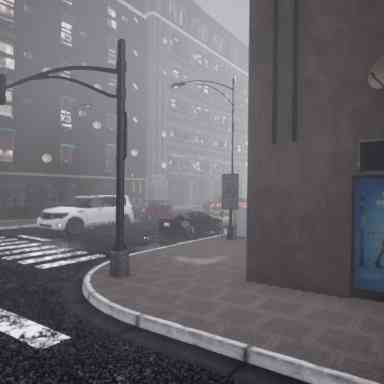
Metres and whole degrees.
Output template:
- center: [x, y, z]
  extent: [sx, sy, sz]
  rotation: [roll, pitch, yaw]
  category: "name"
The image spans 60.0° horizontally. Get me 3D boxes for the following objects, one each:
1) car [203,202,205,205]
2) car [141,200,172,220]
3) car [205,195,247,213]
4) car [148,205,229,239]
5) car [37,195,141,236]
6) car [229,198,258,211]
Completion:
- center: [3.155, 1.221, 35.946]
  extent: [2.192, 1.841, 5.009]
  rotation: [1, 1, 35]
  category: "car"
- center: [-3.267, 1.360, 26.799]
  extent: [1.967, 1.590, 4.097]
  rotation: [1, 1, 35]
  category: "car"
- center: [3.597, 1.294, 32.283]
  extent: [2.097, 1.767, 4.553]
  rotation: [1, 1, 35]
  category: "car"
- center: [-0.029, 1.598, 17.700]
  extent: [1.947, 1.339, 4.313]
  rotation: [1, 1, 35]
  category: "car"
- center: [-5.779, 1.183, 18.906]
  extent: [2.150, 2.045, 5.566]
  rotation: [1, 1, 35]
  category: "car"
- center: [6.362, 1.481, 40.522]
  extent: [1.802, 1.307, 4.206]
  rotation: [1, 1, 35]
  category: "car"
